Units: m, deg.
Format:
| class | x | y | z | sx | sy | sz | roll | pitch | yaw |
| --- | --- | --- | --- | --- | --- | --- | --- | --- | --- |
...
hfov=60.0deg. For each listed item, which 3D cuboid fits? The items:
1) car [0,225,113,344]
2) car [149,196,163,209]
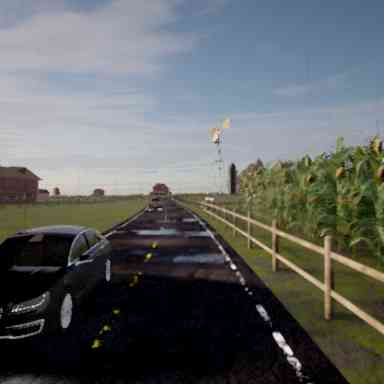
| class | x | y | z | sx | sy | sz | roll | pitch | yaw |
| --- | --- | --- | --- | --- | --- | --- | --- | --- | --- |
| car | -2.940 | 1.519 | 6.822 | 1.837 | 1.490 | 4.892 | 0 | 0 | -1 |
| car | -5.275 | 1.642 | 48.236 | 1.812 | 1.442 | 4.674 | 1 | 0 | -5 |
